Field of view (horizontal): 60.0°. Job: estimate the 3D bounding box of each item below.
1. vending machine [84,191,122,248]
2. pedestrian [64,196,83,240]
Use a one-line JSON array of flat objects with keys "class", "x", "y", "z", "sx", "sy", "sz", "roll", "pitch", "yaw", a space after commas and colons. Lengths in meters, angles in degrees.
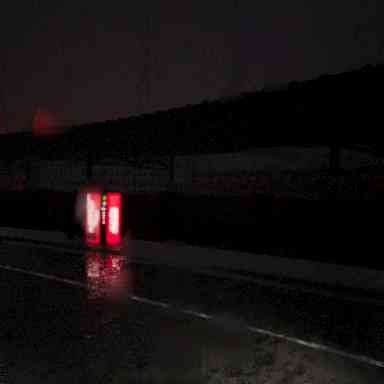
[{"class": "vending machine", "x": -3.455, "y": 1.014, "z": 13.003, "sx": 0.880, "sy": 2.100, "sz": 1.100, "roll": 1, "pitch": 0, "yaw": 30}, {"class": "pedestrian", "x": -4.610, "y": 0.952, "z": 12.994, "sx": 0.375, "sy": 1.860, "sz": 0.375, "roll": 1, "pitch": 1, "yaw": 30}]
